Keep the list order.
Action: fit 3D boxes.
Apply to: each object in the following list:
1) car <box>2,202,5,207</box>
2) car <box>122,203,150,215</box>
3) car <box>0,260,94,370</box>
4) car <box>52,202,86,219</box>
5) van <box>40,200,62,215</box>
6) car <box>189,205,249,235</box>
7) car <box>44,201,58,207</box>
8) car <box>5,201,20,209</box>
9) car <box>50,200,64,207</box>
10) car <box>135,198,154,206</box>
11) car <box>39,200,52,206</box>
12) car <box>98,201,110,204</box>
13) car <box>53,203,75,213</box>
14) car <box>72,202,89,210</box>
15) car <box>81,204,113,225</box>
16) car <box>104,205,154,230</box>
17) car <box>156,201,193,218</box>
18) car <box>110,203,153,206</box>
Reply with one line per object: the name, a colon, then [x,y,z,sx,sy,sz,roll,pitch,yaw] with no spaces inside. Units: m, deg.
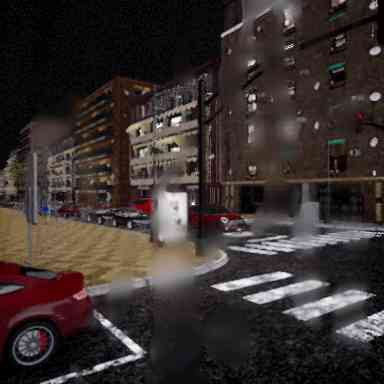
car: [-43.434,2.880,78.197,1.887,1.381,4.507,-1,0,-36]
car: [-7.182,2.127,42.566,1.802,1.307,4.206,-1,0,-36]
car: [-3.390,1.582,4.150,4.206,1.307,1.802,0,0,-35]
car: [-13.685,2.132,36.979,1.887,1.381,4.507,-1,0,-36]
van: [-18.607,2.052,43.864,1.690,1.788,3.998,-1,0,-36]
car: [1.383,1.602,20.752,2.097,1.767,4.553,0,-1,-36]
car: [-33.380,2.767,78.602,1.947,1.339,4.313,-2,0,-36]
car: [-36.901,2.721,69.176,2.008,1.369,4.403,-1,0,-36]
car: [-30.116,2.559,74.092,1.967,1.590,4.097,-2,0,-36]
car: [-4.749,1.668,34.676,2.150,2.045,5.566,0,-1,-36]
car: [-36.647,2.828,83.112,1.887,1.381,4.507,-2,0,-36]
car: [-13.779,2.149,51.542,1.967,1.590,4.097,-2,0,-36]
car: [-18.776,2.318,48.737,1.994,1.385,4.181,0,-1,-36]
car: [-20.313,2.455,60.560,1.802,1.307,4.206,-2,0,-36]
car: [-7.604,1.986,28.506,2.008,1.369,4.403,-1,0,-36]
car: [-4.337,1.905,23.996,2.008,1.369,4.403,-1,0,-36]
car: [-1.922,1.855,35.385,1.967,1.590,4.097,-1,0,-36]
car: [-5.745,1.989,30.594,1.994,1.385,4.181,0,0,-36]
